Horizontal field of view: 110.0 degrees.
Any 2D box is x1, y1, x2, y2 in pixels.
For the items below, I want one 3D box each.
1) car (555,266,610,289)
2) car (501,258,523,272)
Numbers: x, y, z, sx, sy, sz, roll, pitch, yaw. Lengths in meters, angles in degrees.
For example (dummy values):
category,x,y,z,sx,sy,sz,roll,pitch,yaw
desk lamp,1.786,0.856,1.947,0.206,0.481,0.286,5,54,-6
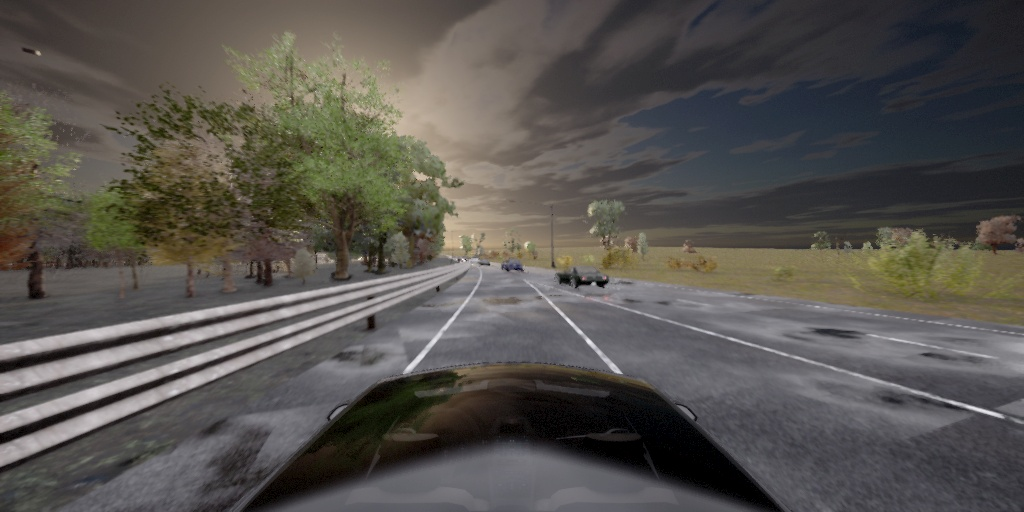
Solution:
category,x,y,z,sx,sy,sz,roll,pitch,yaw
car,4.201,1.292,22.354,1.895,1.301,4.718,0,0,-11
car,-0.079,1.078,44.857,2.097,1.767,4.553,0,0,-11
